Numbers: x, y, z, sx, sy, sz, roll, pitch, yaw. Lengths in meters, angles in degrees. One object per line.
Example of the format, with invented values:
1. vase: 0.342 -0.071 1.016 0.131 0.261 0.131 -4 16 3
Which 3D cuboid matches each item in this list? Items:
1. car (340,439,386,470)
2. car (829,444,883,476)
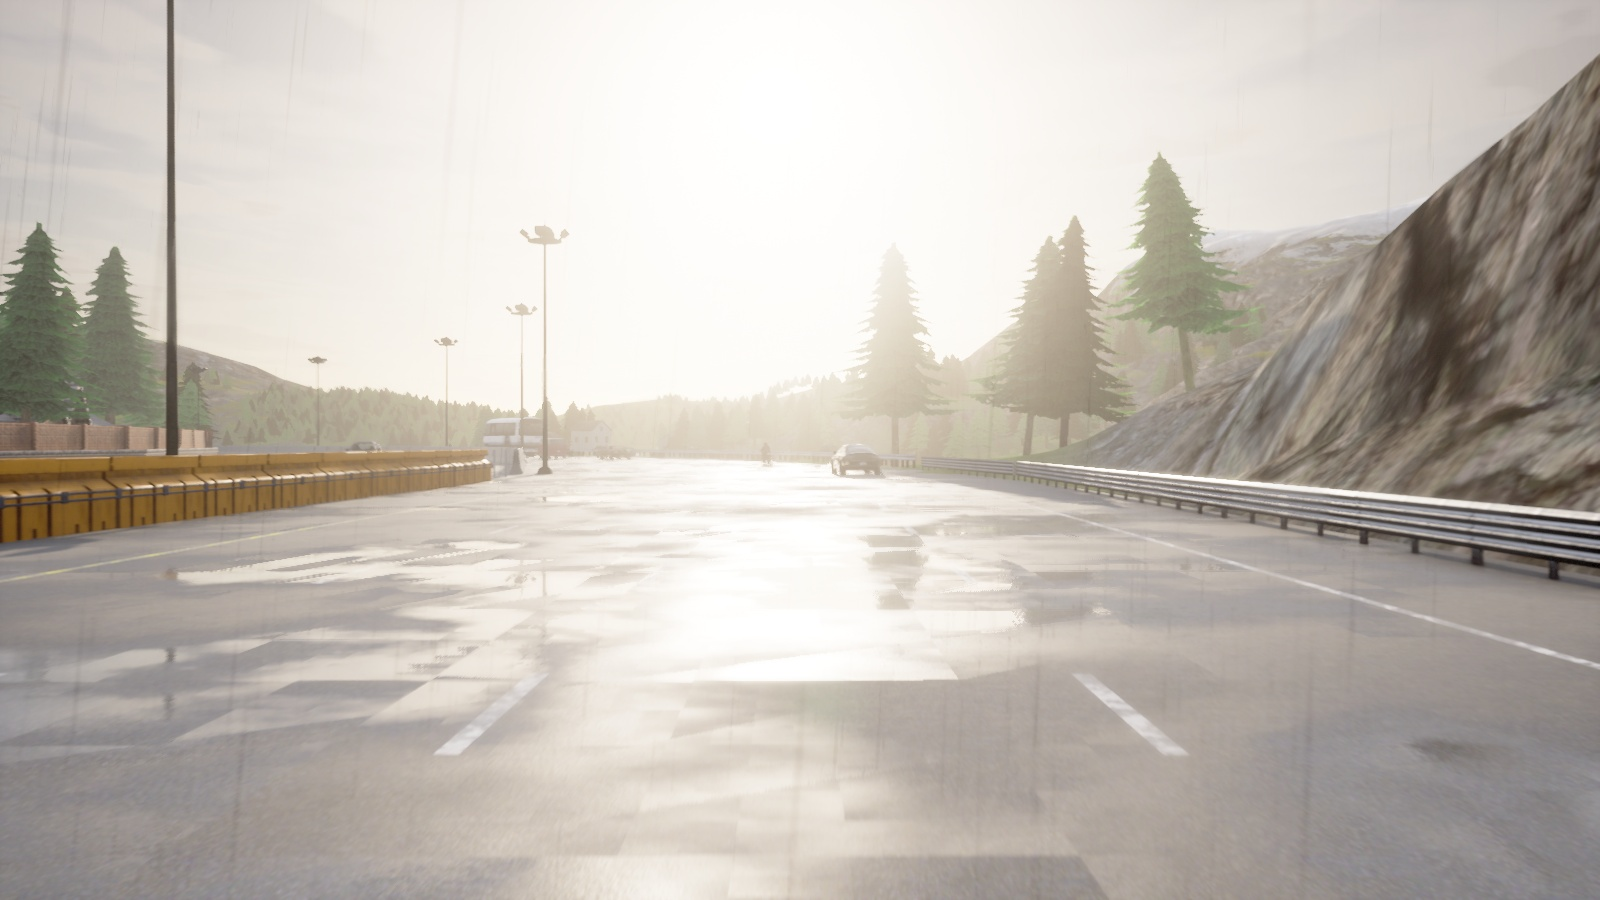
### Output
1. car: -23.696 0.241 68.223 1.851 1.617 3.988 0 0 -11
2. car: 2.557 0.442 58.899 1.812 1.442 4.674 0 0 -7
